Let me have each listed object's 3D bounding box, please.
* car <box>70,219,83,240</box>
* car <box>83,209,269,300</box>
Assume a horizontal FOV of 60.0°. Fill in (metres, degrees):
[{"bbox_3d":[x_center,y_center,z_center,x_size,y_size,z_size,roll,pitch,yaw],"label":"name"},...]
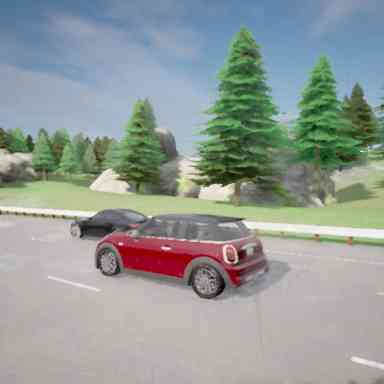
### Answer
[{"bbox_3d":[-3.543,1.481,15.117,4.674,1.442,1.812,0,0,35],"label":"car"},{"bbox_3d":[-0.439,1.332,8.603,4.553,1.767,2.097,0,0,35],"label":"car"}]
